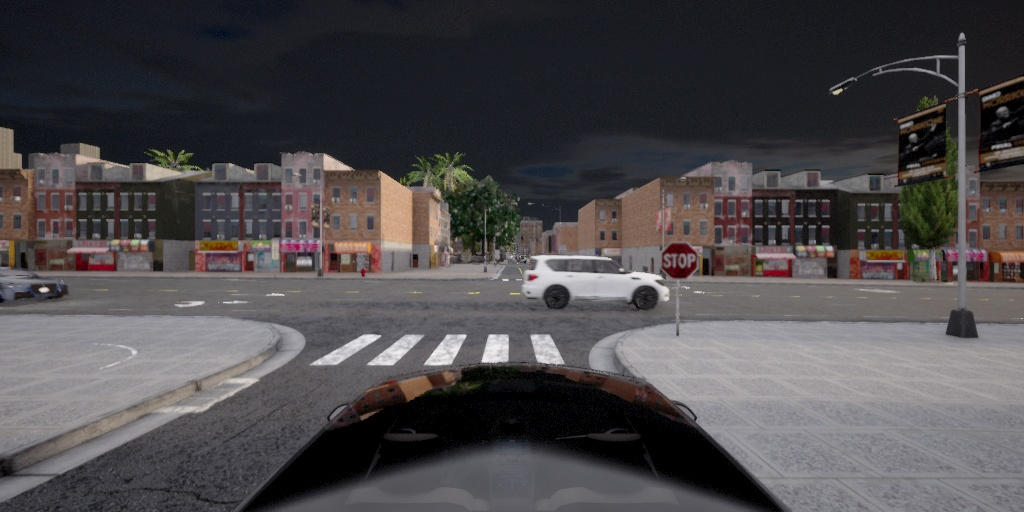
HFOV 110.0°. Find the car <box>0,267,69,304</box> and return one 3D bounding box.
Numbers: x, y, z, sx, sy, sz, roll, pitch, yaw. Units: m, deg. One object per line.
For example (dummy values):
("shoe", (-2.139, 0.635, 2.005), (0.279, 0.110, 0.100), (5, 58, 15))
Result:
("car", (-20.472, 1.145, 14.158), (4.181, 1.385, 1.994), (1, 0, 0))

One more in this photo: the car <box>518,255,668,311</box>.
("car", (3.180, 1.008, 14.257), (5.566, 2.045, 2.150), (1, 0, 0))
